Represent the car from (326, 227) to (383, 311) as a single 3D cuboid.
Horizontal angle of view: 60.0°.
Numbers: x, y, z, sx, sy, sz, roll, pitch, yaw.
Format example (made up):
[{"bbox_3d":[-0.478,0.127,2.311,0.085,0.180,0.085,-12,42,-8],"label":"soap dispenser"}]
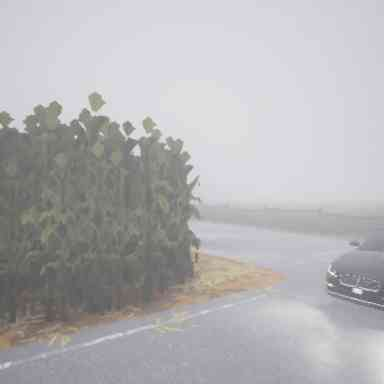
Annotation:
[{"bbox_3d":[4.957,1.508,7.410,4.892,1.490,1.837,-1,0,-36],"label":"car"}]
